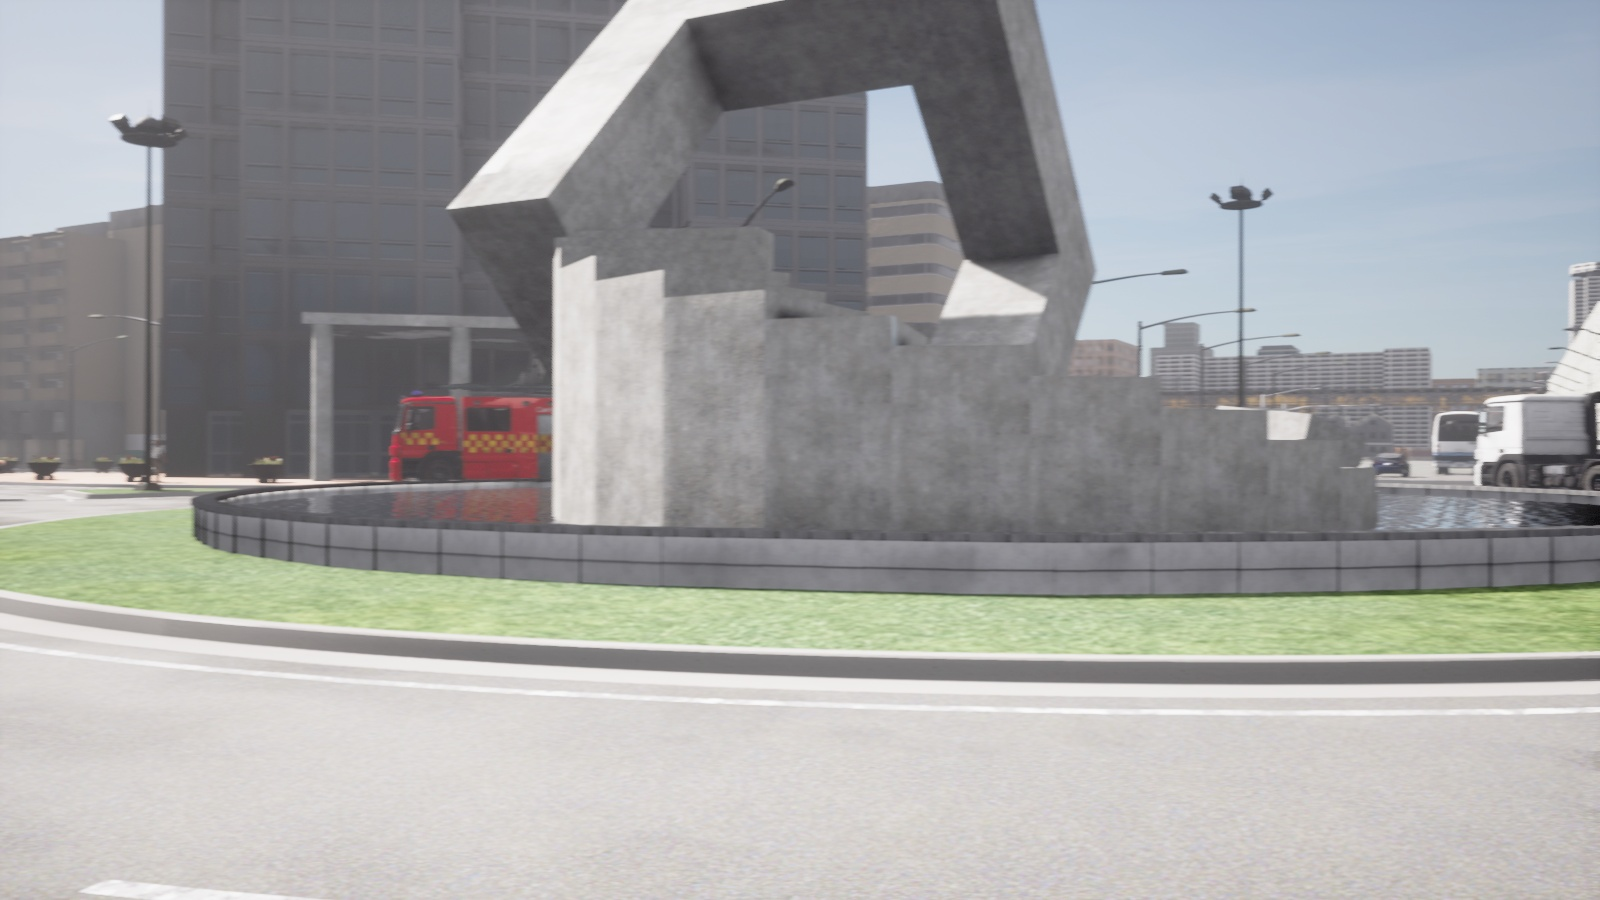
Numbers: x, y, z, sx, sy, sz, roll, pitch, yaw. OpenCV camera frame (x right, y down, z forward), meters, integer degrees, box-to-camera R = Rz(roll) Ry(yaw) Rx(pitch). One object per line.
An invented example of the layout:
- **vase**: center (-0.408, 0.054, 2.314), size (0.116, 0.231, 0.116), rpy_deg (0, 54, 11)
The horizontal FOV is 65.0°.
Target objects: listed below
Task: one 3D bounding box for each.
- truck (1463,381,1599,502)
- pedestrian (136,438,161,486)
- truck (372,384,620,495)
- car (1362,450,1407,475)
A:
- **truck**: center (24.034, -0.234, 38.115), size (2.891, 3.462, 7.936), rpy_deg (0, 0, -7)
- **pedestrian**: center (-25.327, 0.462, 48.827), size (0.694, 1.848, 0.540), rpy_deg (0, 0, 14)
- **truck**: center (-10.940, -0.377, 45.602), size (8.468, 3.827, 2.891), rpy_deg (0, 0, -13)
- **car**: center (36.266, 0.765, 77.867), size (2.163, 1.488, 4.792), rpy_deg (0, 0, 29)
